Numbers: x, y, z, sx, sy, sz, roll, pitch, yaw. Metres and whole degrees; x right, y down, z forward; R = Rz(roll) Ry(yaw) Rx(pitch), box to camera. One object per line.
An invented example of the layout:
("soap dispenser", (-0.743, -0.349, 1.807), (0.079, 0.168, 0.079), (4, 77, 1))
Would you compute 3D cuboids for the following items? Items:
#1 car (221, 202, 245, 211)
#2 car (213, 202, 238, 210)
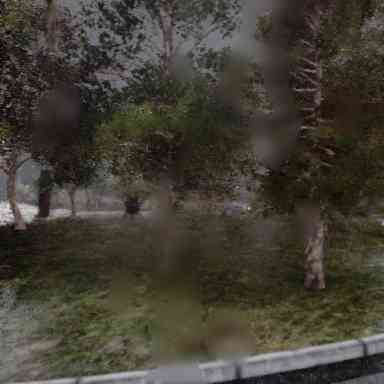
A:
("car", (9.827, 3.439, 79.863), (5.566, 2.045, 2.435), (1, -3, 6))
("car", (7.193, 3.384, 74.509), (4.892, 1.521, 2.231), (1, -2, 6))
